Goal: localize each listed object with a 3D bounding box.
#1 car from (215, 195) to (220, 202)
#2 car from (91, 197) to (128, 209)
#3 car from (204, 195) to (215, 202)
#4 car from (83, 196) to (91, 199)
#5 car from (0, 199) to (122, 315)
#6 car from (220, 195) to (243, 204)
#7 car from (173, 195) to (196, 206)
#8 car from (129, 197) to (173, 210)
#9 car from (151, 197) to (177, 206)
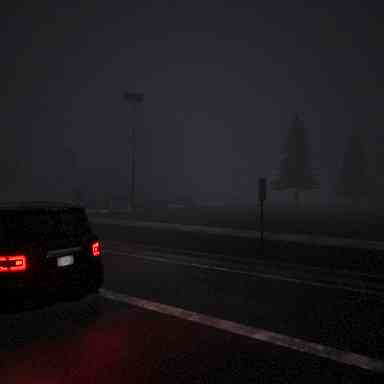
[{"bbox_3d":[7.354,1.408,67.700,2.097,1.767,4.553,0,-1,35],"label":"car"},{"bbox_3d":[-10.121,1.504,42.828,1.837,1.490,4.892,0,0,35],"label":"car"},{"bbox_3d":[4.265,1.359,69.387,1.837,1.490,4.892,0,0,35],"label":"car"},{"bbox_3d":[-14.364,1.352,42.862,2.097,1.767,4.553,0,0,35],"label":"car"},{"bbox_3d":[-4.269,1.221,6.995,5.566,2.045,2.150,0,0,35],"label":"car"},{"bbox_3d":[7.799,1.507,62.327,1.837,1.490,4.892,0,-1,35],"label":"car"},{"bbox_3d":[-1.371,1.351,55.349,2.097,1.767,4.553,0,0,35],"label":"car"},{"bbox_3d":[-5.342,1.547,43.559,2.033,1.411,5.357,0,0,35],"label":"car"},{"bbox_3d":[-4.725,1.526,56.648,1.812,1.442,4.674,0,0,35],"label":"car"}]
